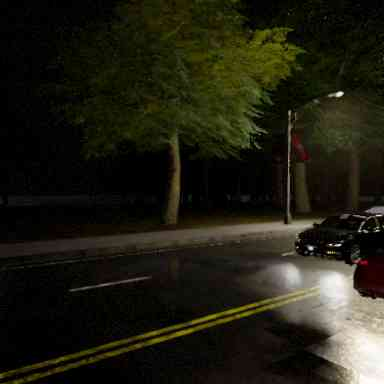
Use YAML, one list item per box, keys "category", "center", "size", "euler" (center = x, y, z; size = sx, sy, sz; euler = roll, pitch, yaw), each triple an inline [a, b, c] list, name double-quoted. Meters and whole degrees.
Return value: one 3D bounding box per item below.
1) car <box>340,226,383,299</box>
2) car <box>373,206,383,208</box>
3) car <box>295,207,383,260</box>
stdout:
- category: "car"
  center: [5.407, 1.557, 7.300]
  size: [4.181, 1.385, 1.994]
  euler: [0, 0, -35]
- category: "car"
  center: [11.625, 1.536, 19.967]
  size: [5.357, 1.411, 2.033]
  euler: [0, 0, -35]
- category: "car"
  center: [5.657, 1.496, 11.712]
  size: [4.892, 1.490, 1.837]
  euler: [0, 0, -35]
